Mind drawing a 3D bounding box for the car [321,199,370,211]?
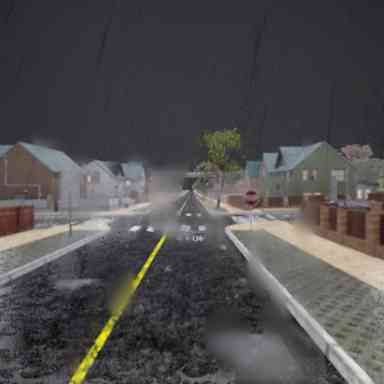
[{"bbox_3d":[11.416,1.273,24.913,5.008,1.535,1.882,-1,2,0],"label":"car"}]
